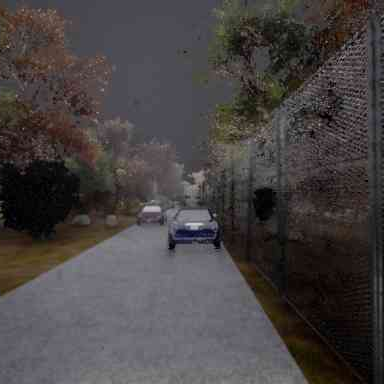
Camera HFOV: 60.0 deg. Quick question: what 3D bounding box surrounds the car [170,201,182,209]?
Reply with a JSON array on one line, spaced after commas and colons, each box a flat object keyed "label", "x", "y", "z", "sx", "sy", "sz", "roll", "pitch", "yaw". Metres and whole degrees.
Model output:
[{"label": "car", "x": -3.086, "y": 2.654, "z": 66.272, "sx": 2.128, "sy": 1.511, "sz": 4.902, "roll": 0, "pitch": -2, "yaw": 0}]

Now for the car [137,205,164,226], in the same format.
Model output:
[{"label": "car", "x": -2.898, "y": 1.696, "z": 24.731, "sx": 1.812, "sy": 1.442, "sz": 4.674, "roll": 0, "pitch": -1, "yaw": 0}]

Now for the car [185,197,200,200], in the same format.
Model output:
[{"label": "car", "x": 0.046, "y": 1.590, "z": 37.044, "sx": 2.150, "sy": 2.045, "sz": 5.566, "roll": 0, "pitch": -1, "yaw": -1}]

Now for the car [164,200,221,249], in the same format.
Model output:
[{"label": "car", "x": 0.088, "y": 1.408, "z": 14.965, "sx": 2.097, "sy": 1.767, "sz": 4.553, "roll": -1, "pitch": -1, "yaw": 0}]
